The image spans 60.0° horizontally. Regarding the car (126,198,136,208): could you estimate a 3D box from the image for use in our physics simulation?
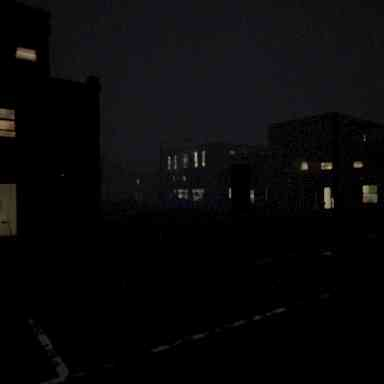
[{"bbox_3d":[-12.100,2.018,62.863,2.192,1.841,5.009,-2,0,-36],"label":"car"}]

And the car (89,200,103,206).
[{"bbox_3d":[-22.076,2.528,76.596,1.802,1.307,4.206,-2,0,-36],"label":"car"}]

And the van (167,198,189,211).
[{"bbox_3d":[-2.115,1.801,49.129,1.690,1.788,3.998,-2,0,-36],"label":"van"}]

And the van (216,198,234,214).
[{"bbox_3d":[4.541,1.640,39.975,1.690,1.788,3.998,-2,0,-36],"label":"van"}]

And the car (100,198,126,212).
[{"bbox_3d":[-12.219,1.955,48.833,2.192,1.841,5.009,-2,0,-36],"label":"car"}]

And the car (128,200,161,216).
[{"bbox_3d":[-5.457,2.001,39.542,1.752,1.417,4.829,-2,0,-36],"label":"car"}]

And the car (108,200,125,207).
[{"bbox_3d":[-15.420,2.366,67.440,1.802,1.307,4.206,-2,0,-36],"label":"car"}]
